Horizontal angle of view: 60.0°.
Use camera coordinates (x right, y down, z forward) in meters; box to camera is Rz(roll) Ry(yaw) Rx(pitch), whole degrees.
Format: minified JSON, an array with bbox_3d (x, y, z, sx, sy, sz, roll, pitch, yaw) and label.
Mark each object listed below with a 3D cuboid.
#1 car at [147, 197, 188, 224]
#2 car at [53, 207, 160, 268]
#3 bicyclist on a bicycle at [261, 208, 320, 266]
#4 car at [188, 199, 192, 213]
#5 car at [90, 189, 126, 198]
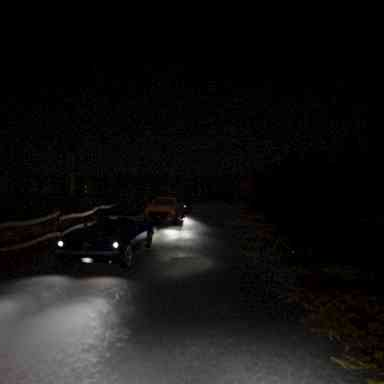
[{"bbox_3d":[-1.626,1.042,20.661,1.882,1.535,5.008,0,1,5],"label":"car"},{"bbox_3d":[-2.472,1.367,10.589,1.895,1.301,4.718,0,1,5],"label":"car"},{"bbox_3d":[2.766,1.272,9.380,1.656,1.620,0.582,0,1,5],"label":"bicyclist on a bicycle"},{"bbox_3d":[-1.066,1.099,26.717,1.895,1.301,4.718,0,1,5],"label":"car"},{"bbox_3d":[-11.062,0.392,43.791,4.553,1.767,2.097,1,1,7],"label":"car"}]
